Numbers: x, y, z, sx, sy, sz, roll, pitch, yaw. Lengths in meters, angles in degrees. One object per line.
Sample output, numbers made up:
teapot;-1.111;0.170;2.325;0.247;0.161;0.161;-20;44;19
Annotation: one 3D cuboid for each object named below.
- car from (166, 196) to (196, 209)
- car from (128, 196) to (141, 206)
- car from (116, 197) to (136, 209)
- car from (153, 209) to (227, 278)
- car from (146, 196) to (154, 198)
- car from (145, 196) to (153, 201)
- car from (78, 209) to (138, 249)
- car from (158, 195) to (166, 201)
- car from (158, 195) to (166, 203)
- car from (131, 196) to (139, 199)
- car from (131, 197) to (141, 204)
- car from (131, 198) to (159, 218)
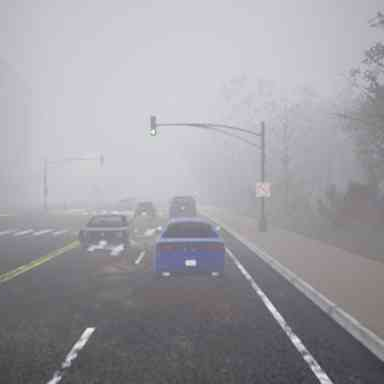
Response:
car;-0.825;1.322;27.784;2.150;2.045;5.566;0;0;-3
car;-10.656;1.556;61.503;2.097;1.767;4.553;0;0;-7
car;-8.734;1.681;43.383;1.812;1.442;4.674;0;0;-5
car;-0.089;1.517;10.310;1.882;1.535;5.008;0;0;-1
car;-9.246;1.711;74.724;1.882;1.535;5.008;0;0;-9
car;-10.966;1.647;85.044;1.994;1.385;4.181;0;0;-10
car;-3.639;1.658;14.937;1.895;1.301;4.718;0;0;-6
car;-7.763;1.571;85.595;1.882;1.535;5.008;0;0;-10
car;-6.097;1.710;75.605;1.882;1.535;5.008;0;0;-9
car;-9.625;1.533;52.303;2.097;1.767;4.553;0;0;-6
car;-12.039;1.780;71.479;1.994;1.385;4.181;0;0;-8
car;-4.308;1.620;31.235;1.837;1.490;4.892;0;0;-4
